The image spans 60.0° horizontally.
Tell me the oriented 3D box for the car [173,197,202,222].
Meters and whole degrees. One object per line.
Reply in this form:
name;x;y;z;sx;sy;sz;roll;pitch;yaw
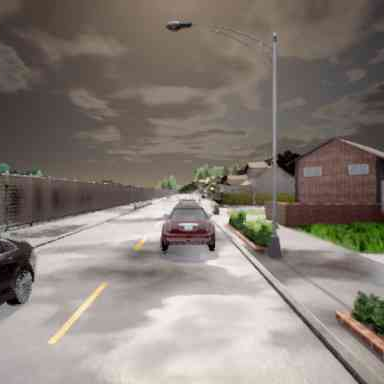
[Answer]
car;-0.351;1.357;26.843;2.097;1.767;4.553;0;0;-1

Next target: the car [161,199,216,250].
car;-0.163;1.355;14.495;2.097;1.767;4.553;0;0;-1

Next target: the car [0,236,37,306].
car;-4.221;1.487;5.222;2.128;1.511;4.902;0;0;-1
